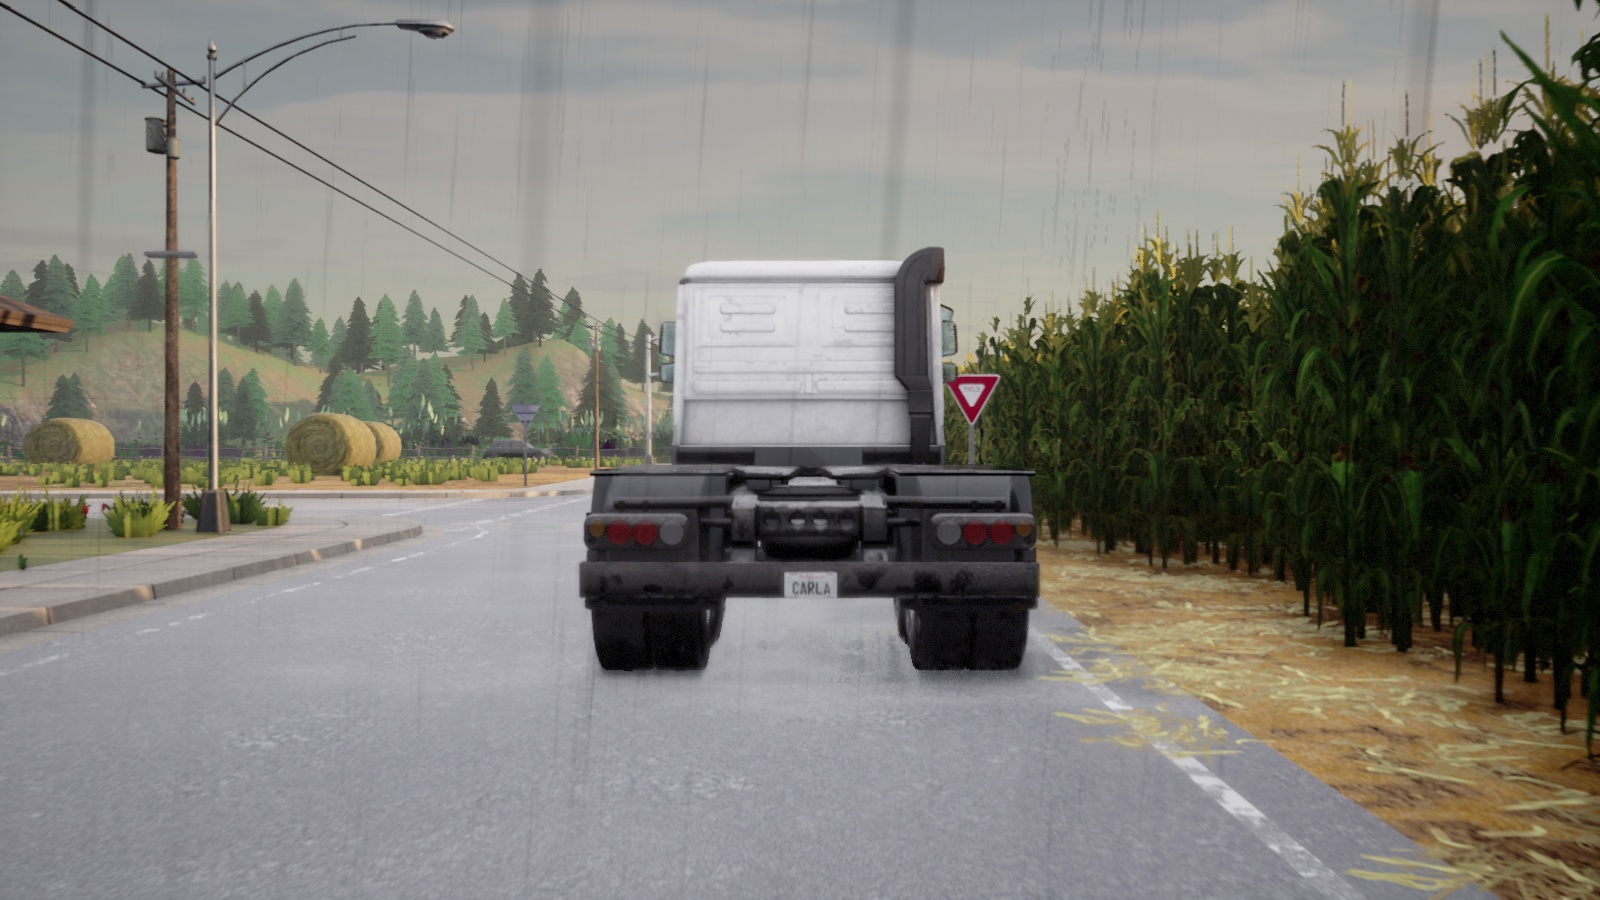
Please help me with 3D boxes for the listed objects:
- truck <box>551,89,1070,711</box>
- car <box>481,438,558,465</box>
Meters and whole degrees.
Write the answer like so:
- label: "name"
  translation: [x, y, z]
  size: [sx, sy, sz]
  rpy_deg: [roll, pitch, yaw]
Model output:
- label: "truck"
  translation: [0.078, -0.298, 10.964]
  size: [2.891, 3.462, 7.936]
  rpy_deg: [0, 0, 0]
- label: "car"
  translation: [-18.568, 0.087, 83.183]
  size: [4.553, 1.767, 2.097]
  rpy_deg: [0, 0, 3]
